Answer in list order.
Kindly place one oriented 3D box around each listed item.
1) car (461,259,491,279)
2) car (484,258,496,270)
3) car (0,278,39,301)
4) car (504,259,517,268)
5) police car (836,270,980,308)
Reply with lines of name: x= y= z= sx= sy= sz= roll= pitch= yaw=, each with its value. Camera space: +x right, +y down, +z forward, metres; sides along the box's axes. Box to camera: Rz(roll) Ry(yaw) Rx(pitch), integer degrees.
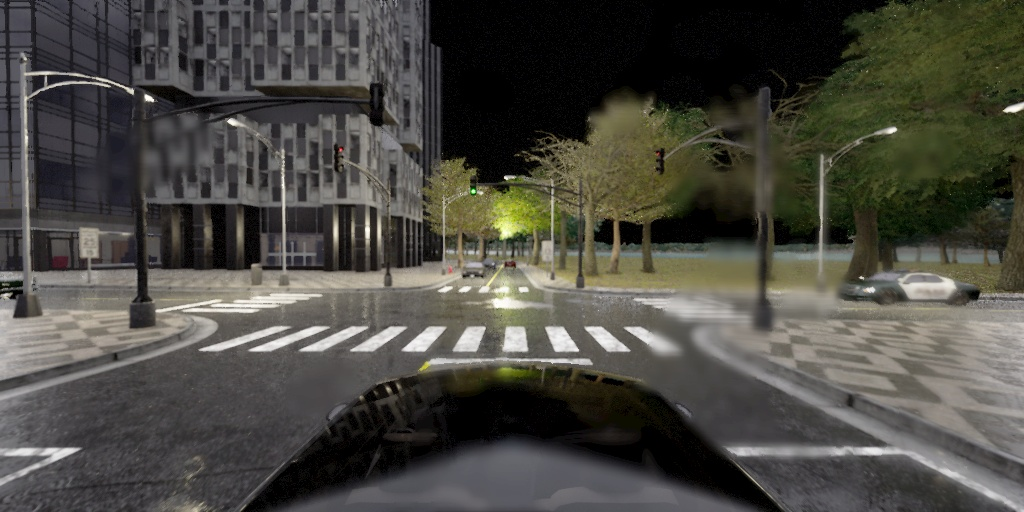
car: x=-3.229 y=1.237 z=31.645 sx=2.033 sy=1.411 sz=5.357 roll=0 pitch=0 yaw=0
car: x=-3.306 y=1.061 z=50.153 sx=2.097 sy=1.767 sz=4.553 roll=0 pitch=0 yaw=0
car: x=-20.792 y=1.095 z=13.198 sx=4.718 sy=1.301 sz=1.895 roll=1 pitch=1 yaw=0
car: x=-0.292 y=1.197 z=58.019 sx=1.882 sy=1.535 sz=5.008 roll=0 pitch=0 yaw=0
police car: x=17.579 y=1.453 z=16.208 sx=4.974 sy=1.542 sz=2.038 roll=1 pitch=1 yaw=0
